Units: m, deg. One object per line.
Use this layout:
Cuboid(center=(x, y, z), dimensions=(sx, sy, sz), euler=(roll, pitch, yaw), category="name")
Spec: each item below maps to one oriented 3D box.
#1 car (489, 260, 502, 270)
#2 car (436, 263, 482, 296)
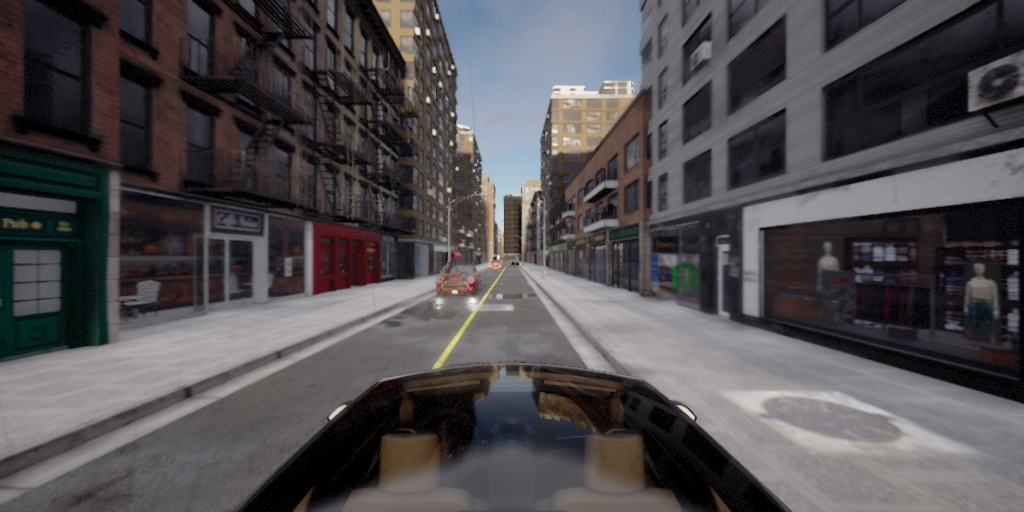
Cuboid(center=(-2.795, 1.462, 62.551), dimensions=(2.097, 1.767, 4.553), euler=(0, 0, 1), category="car")
Cuboid(center=(-2.851, 1.218, 20.142), dimensions=(2.097, 1.767, 4.553), euler=(0, 0, 0), category="car")
